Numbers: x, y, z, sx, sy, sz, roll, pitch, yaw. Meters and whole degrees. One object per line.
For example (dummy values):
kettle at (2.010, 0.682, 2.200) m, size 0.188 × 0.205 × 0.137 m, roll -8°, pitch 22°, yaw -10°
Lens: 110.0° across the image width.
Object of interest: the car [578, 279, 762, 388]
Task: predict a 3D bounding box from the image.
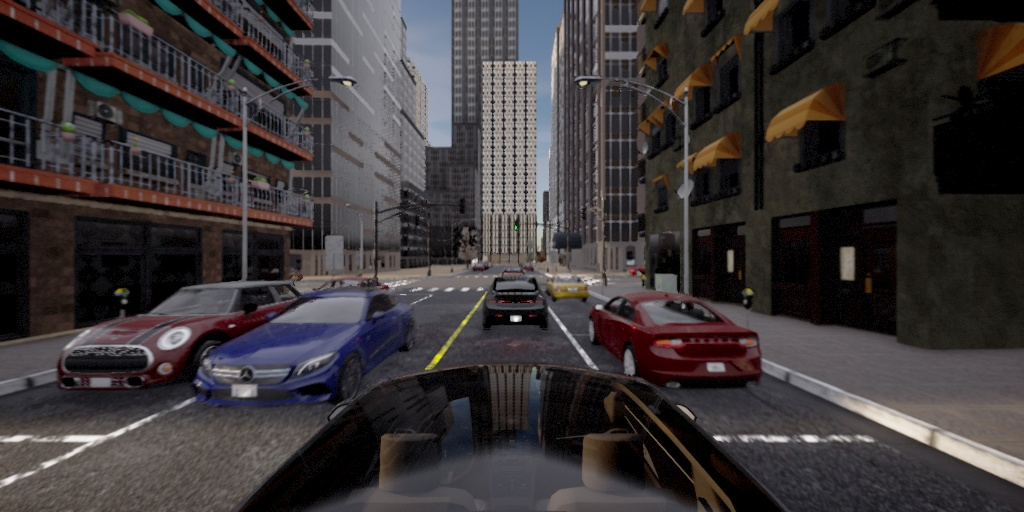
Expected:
car at (2.688, 1.352, 6.941) m, size 1.888 × 1.381 × 4.507 m, roll 0°, pitch 0°, yaw 0°

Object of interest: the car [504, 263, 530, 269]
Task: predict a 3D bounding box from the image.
car at (0.097, 1.537, 28.735) m, size 2.128 × 1.511 × 4.902 m, roll 0°, pitch 0°, yaw 0°

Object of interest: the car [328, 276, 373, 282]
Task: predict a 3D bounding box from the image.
car at (-5.693, 1.411, 12.478) m, size 1.888 × 1.381 × 4.507 m, roll 0°, pitch 0°, yaw 0°

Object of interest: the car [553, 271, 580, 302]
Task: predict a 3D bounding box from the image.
car at (2.687, 1.452, 18.157) m, size 1.751 × 1.417 × 4.829 m, roll 0°, pitch 0°, yaw 0°

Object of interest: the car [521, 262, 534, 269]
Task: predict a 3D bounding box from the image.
car at (2.684, 1.844, 61.511) m, size 1.967 × 1.591 × 4.097 m, roll 0°, pitch 0°, yaw 0°

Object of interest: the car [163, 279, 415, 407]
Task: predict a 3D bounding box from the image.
car at (-3.089, 1.327, 6.477) m, size 1.812 × 1.442 × 4.674 m, roll 0°, pitch -1°, yaw 0°

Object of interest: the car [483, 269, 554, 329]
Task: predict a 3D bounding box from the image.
car at (0.099, 1.365, 11.662) m, size 1.837 × 1.490 × 4.892 m, roll 0°, pitch 0°, yaw 0°

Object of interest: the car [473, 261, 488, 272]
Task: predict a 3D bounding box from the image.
car at (-5.696, 1.949, 61.511) m, size 1.888 × 1.381 × 4.507 m, roll 0°, pitch 0°, yaw 0°

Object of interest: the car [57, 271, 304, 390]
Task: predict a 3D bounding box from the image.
car at (-5.693, 1.246, 6.954) m, size 1.967 × 1.591 × 4.097 m, roll 0°, pitch 0°, yaw 0°

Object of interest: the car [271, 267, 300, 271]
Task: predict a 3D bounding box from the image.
car at (-23.838, 1.879, 36.802) m, size 4.097 × 1.591 × 1.967 m, roll 0°, pitch 0°, yaw 0°

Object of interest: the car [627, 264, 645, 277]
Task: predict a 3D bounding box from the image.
car at (14.259, 1.395, 37.132) m, size 4.507 × 1.381 × 1.888 m, roll 0°, pitch 0°, yaw 0°
